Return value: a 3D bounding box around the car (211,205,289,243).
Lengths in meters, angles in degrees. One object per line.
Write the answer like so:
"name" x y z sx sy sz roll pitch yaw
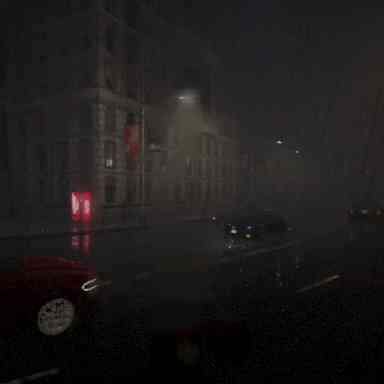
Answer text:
"car" 3.083 1.548 16.184 1.994 1.385 4.181 0 0 39

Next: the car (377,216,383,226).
"car" 7.551 1.517 10.560 1.812 1.442 4.674 0 0 42

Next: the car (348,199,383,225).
"car" 12.340 1.334 23.511 2.097 1.767 4.553 0 0 30

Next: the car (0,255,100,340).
"car" -3.909 1.471 4.905 5.008 1.535 1.882 0 0 -33

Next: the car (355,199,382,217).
"car" 17.103 1.463 32.088 2.128 1.511 4.902 0 0 29

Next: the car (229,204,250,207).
"car" 3.290 1.526 22.229 2.033 1.411 5.357 0 0 33
